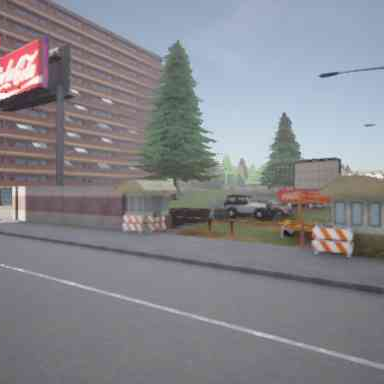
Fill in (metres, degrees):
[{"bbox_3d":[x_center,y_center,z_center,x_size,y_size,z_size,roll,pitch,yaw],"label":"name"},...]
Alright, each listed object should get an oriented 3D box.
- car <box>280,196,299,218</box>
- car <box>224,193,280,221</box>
[{"bbox_3d":[6.243,1.317,27.525,4.193,1.474,1.816,0,0,35],"label":"car"},{"bbox_3d":[4.307,1.127,25.465,3.866,1.878,1.905,0,0,35],"label":"car"}]
